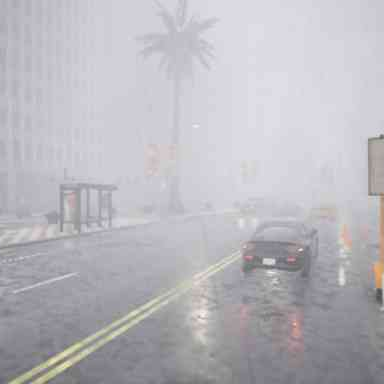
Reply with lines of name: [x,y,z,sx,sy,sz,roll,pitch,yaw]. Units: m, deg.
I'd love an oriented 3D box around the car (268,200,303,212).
car: [9.269,1.725,32.173,1.994,1.385,4.181,-1,-1,32]

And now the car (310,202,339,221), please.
car: [11.535,1.599,28.944,1.882,1.535,5.008,-1,-1,30]

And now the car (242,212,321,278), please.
car: [2.865,1.580,10.438,1.812,1.442,4.674,-1,0,24]

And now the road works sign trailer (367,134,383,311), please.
road works sign trailer: [5.166,0.479,7.254,2.380,3.560,2.880,-1,0,24]

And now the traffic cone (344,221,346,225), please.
traffic cone: [8.255,2.023,17.908,0.340,0.580,0.340,-1,0,24]

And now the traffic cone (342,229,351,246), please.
traffic cone: [6.641,2.009,14.248,0.340,0.580,0.340,-1,0,24]

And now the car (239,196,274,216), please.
car: [7.058,1.421,35.381,2.150,2.045,5.566,-1,-1,35]

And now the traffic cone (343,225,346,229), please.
traffic cone: [7.448,2.016,16.078,0.340,0.580,0.340,-1,0,24]
